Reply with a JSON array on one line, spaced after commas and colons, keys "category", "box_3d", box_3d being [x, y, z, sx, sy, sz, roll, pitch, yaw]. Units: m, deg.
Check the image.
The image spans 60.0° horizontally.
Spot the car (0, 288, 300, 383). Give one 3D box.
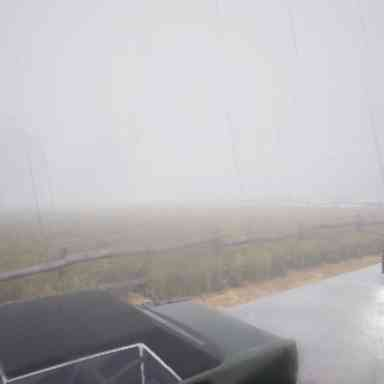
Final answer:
[{"category": "car", "box_3d": [-1.350, 1.626, 2.489, 4.718, 1.301, 1.895, 0, 0, -37]}]

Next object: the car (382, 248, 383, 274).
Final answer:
[{"category": "car", "box_3d": [6.972, 1.351, 8.858, 4.553, 1.767, 2.097, 0, 0, -37]}]

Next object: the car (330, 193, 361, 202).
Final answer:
[{"category": "car", "box_3d": [32.873, 1.253, 71.259, 2.242, 1.667, 4.611, -1, 0, -38]}]
